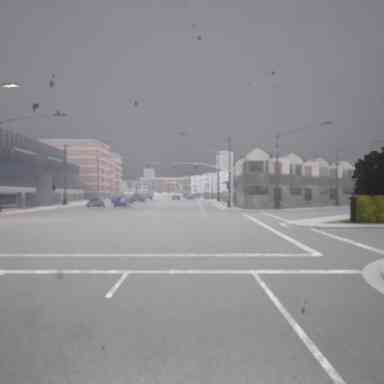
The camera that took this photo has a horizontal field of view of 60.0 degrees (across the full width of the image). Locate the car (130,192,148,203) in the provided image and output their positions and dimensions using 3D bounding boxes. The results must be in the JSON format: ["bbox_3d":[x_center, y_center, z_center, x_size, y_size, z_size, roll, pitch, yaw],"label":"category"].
[{"bbox_3d":[-10.883,1.092,67.309,2.150,2.045,5.566,0,1,0],"label":"car"}]

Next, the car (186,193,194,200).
[{"bbox_3d":[-0.465,1.344,82.093,1.895,1.301,4.718,0,-1,0],"label":"car"}]

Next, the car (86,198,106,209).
[{"bbox_3d":[-14.360,1.667,49.696,1.812,1.442,4.674,0,1,0],"label":"car"}]

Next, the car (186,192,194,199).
[{"bbox_3d":[-0.522,1.054,92.053,2.097,1.767,4.553,0,-1,0],"label":"car"}]

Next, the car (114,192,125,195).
[{"bbox_3d":[-14.379,1.122,65.442,2.150,2.045,5.566,0,1,0],"label":"car"}]

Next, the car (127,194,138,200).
[{"bbox_3d":[-14.460,1.264,81.187,1.812,1.442,4.674,0,0,0],"label":"car"}]

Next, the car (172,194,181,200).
[{"bbox_3d":[-3.963,1.267,81.628,2.128,1.511,4.902,0,-1,0],"label":"car"}]

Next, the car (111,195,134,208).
[{"bbox_3d":[-10.861,1.603,51.668,1.882,1.535,5.008,0,0,0],"label":"car"}]

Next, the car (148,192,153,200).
[{"bbox_3d":[-10.972,0.972,83.287,2.150,2.045,5.566,0,0,0],"label":"car"}]

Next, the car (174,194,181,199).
[{"bbox_3d":[-4.023,1.292,92.087,1.895,1.301,4.718,0,-1,0],"label":"car"}]
